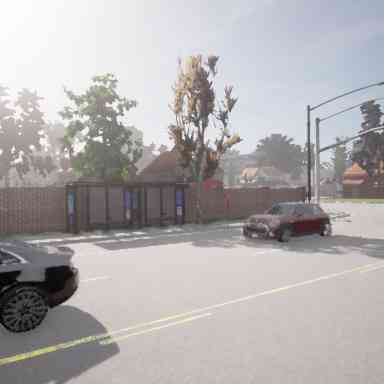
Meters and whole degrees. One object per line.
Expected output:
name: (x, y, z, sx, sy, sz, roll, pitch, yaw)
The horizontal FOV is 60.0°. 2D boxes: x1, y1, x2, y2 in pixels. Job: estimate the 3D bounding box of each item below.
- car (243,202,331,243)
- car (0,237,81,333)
car: (4.560, 1.297, 15.810, 4.553, 1.767, 2.097, -1, 0, -35)
car: (-4.314, 1.494, 5.212, 4.902, 1.511, 2.128, 0, 0, -35)
